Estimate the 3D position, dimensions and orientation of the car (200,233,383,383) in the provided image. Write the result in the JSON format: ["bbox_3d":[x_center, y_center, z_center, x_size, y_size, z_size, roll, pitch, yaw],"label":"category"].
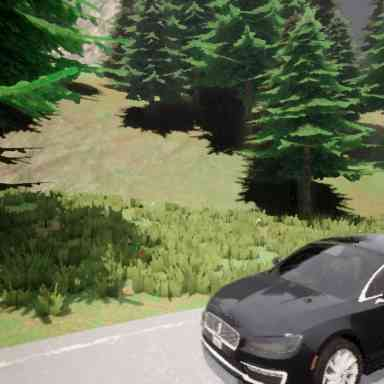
[{"bbox_3d":[2.472,1.446,4.899,4.892,1.490,1.837,-1,1,-26],"label":"car"}]
